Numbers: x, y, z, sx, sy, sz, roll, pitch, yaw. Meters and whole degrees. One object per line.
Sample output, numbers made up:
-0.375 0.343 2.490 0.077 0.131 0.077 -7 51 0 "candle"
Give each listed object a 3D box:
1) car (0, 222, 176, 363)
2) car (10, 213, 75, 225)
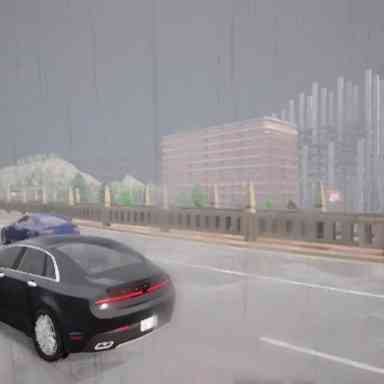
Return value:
-2.494 1.539 6.002 4.892 1.490 1.837 0 0 38 "car"
-6.451 1.605 14.116 4.674 1.442 1.812 0 0 43 "car"
